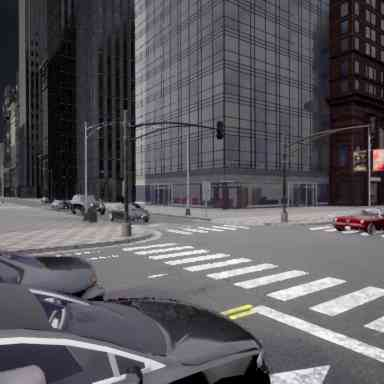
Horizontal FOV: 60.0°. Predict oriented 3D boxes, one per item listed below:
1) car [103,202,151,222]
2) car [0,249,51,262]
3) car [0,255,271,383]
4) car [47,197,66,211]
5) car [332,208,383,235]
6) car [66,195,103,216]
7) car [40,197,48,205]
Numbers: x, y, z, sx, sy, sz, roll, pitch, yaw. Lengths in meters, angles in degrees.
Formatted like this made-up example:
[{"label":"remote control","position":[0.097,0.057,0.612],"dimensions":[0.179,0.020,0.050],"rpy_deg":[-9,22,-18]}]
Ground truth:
[{"label":"car","position":[-4.991,1.555,26.028],"dimensions":[1.837,1.490,4.892],"rpy_deg":[0,0,-35]},{"label":"car","position":[-4.053,1.548,4.781],"dimensions":[5.357,1.411,2.033],"rpy_deg":[0,0,-36]},{"label":"car","position":[-1.493,1.491,2.373],"dimensions":[4.902,1.511,2.128],"rpy_deg":[0,0,-36]},{"label":"car","position":[-16.541,1.659,42.328],"dimensions":[1.994,1.385,4.181],"rpy_deg":[0,0,-36]},{"label":"car","position":[10.088,1.604,18.998],"dimensions":[4.718,1.301,1.895],"rpy_deg":[0,0,-36]},{"label":"car","position":[-10.741,1.293,34.130],"dimensions":[2.150,2.045,5.566],"rpy_deg":[0,0,-36]},{"label":"car","position":[-27.626,1.651,63.473],"dimensions":[1.837,1.490,4.892],"rpy_deg":[0,0,-35]}]
